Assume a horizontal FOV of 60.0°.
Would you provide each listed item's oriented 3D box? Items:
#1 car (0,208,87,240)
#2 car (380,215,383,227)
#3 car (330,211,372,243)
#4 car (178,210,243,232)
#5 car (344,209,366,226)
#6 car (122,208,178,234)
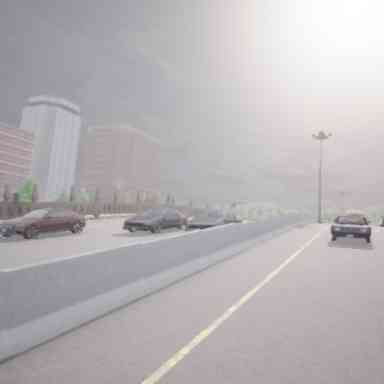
[{"bbox_3d":[-7.592,1.556,17.379,1.812,1.442,4.674,1,-1,27],"label":"car"},{"bbox_3d":[21.758,3.110,36.373,1.882,1.535,5.008,1,-5,27],"label":"car"},{"bbox_3d":[8.910,1.950,18.593,1.895,1.301,4.718,1,-1,27],"label":"car"},{"bbox_3d":[1.491,1.771,19.862,2.033,1.411,5.357,1,-1,27],"label":"car"},{"bbox_3d":[16.519,2.631,33.736,1.882,1.535,5.008,1,-4,27],"label":"car"},{"bbox_3d":[-2.017,1.714,20.675,2.033,1.411,5.357,1,-1,27],"label":"car"}]
